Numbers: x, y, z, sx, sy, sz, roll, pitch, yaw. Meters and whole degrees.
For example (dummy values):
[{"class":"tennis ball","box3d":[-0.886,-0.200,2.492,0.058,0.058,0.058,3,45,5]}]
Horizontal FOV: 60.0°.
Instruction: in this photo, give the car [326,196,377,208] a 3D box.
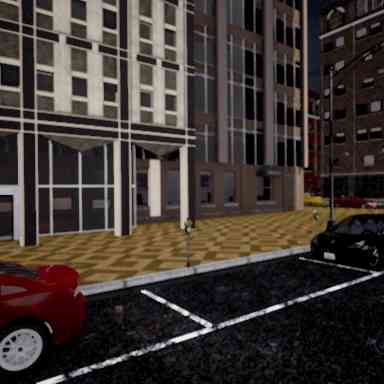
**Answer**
[{"class":"car","box3d":[15.658,1.004,32.273,1.802,1.307,4.206,-1,1,-36]}]

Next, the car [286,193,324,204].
[{"class":"car","box3d":[15.739,0.829,46.498,1.752,1.417,4.829,-1,1,-36]}]

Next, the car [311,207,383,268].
[{"class":"car","box3d":[5.624,1.388,10.594,4.313,1.339,1.947,-1,1,-36]}]

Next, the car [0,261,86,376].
[{"class":"car","box3d":[-3.624,1.558,3.969,4.507,1.381,1.887,-1,1,-36]}]

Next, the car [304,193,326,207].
[{"class":"car","box3d":[12.448,0.938,36.730,1.752,1.417,4.829,-1,1,-36]}]
